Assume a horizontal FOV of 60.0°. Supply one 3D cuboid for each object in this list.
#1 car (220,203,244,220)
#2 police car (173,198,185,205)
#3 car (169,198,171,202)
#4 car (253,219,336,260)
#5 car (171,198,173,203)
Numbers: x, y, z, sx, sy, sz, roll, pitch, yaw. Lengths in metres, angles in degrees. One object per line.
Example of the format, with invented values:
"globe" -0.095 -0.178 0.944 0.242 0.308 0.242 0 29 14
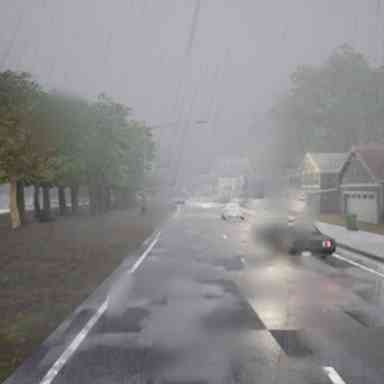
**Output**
"car" 3.599 1.762 30.480 1.812 1.442 4.674 0 -1 0
"police car" -2.687 2.190 75.660 1.930 1.638 5.238 0 -1 -5
"car" -4.504 2.421 91.474 1.812 1.442 4.674 0 0 -8
"car" 3.598 1.676 12.669 1.895 1.301 4.718 0 0 0
"car" -3.739 2.354 85.511 1.837 1.490 4.892 0 0 -7
